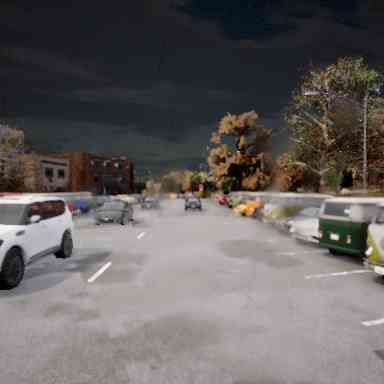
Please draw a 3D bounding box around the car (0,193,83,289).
[{"bbox_3d":[-5.093,1.148,9.285,2.150,2.045,5.566,0,0,0],"label":"car"}]

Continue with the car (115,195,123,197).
[{"bbox_3d":[-11.396,1.247,40.609,4.892,1.521,2.231,-1,0,-20],"label":"car"}]

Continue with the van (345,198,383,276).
[{"bbox_3d":[6.297,1.193,8.163,4.442,1.987,1.878,1,1,-20],"label":"van"}]

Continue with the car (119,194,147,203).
[{"bbox_3d":[-11.372,1.176,64.076,4.892,1.521,2.231,-1,0,-20],"label":"car"}]

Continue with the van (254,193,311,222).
[{"bbox_3d":[6.306,1.112,19.939,4.442,1.987,1.878,1,1,-20],"label":"van"}]

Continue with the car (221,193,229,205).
[{"bbox_3d":[6.398,1.120,40.585,4.553,1.767,2.185,1,0,-20],"label":"car"}]

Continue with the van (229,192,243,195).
[{"bbox_3d":[6.529,1.042,34.752,4.442,1.987,1.878,1,0,-20],"label":"van"}]

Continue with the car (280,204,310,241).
[{"bbox_3d":[6.412,1.416,14.094,4.674,1.452,2.002,1,1,-20],"label":"car"}]

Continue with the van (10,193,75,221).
[{"bbox_3d":[-11.510,1.080,25.896,4.442,1.987,1.878,-1,1,-20],"label":"van"}]

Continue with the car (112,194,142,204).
[{"bbox_3d":[-11.386,1.194,58.213,4.892,1.521,2.231,-1,0,-20],"label":"car"}]

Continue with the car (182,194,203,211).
[{"bbox_3d":[0.123,1.299,36.851,1.812,1.442,4.674,0,0,0],"label":"car"}]

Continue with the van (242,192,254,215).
[{"bbox_3d":[6.526,1.081,25.915,4.442,1.987,1.878,1,0,-20],"label":"van"}]

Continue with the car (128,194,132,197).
[{"bbox_3d":[-11.396,1.229,46.481,4.892,1.521,2.231,-1,0,-20],"label":"car"}]

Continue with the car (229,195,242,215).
[{"bbox_3d":[6.243,1.286,28.753,5.366,1.575,1.946,1,1,-20],"label":"car"}]

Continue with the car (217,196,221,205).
[{"bbox_3d":[6.454,1.258,46.498,4.792,1.488,2.163,1,0,-20],"label":"car"}]

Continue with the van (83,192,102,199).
[{"bbox_3d":[-11.291,1.049,31.851,4.442,1.987,1.878,-1,0,-20],"label":"van"}]

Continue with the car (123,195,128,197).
[{"bbox_3d":[-11.360,1.266,43.556,4.792,1.488,2.163,-1,0,-20],"label":"car"}]

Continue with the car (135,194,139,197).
[{"bbox_3d":[-11.554,1.210,52.277,5.366,1.575,1.946,-1,0,-20],"label":"car"}]

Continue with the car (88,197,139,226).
[{"bbox_3d":[-5.078,1.340,22.204,1.837,1.490,4.892,0,1,0],"label":"car"}]

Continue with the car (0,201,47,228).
[{"bbox_3d":[-11.405,1.377,20.077,4.674,1.452,2.002,-1,0,-20],"label":"car"}]

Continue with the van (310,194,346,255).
[{"bbox_3d":[6.516,1.173,11.196,4.442,1.987,1.878,1,0,-20],"label":"van"}]

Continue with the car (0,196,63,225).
[{"bbox_3d":[-11.373,1.193,23.015,4.553,1.767,2.185,-1,1,-20],"label":"car"}]

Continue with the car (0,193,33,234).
[{"bbox_3d":[-11.434,1.104,17.127,5.566,2.045,2.435,-1,1,-20],"label":"car"}]

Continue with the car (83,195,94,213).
[{"bbox_3d":[-11.391,1.290,28.874,5.008,1.535,2.097,-1,1,-20],"label":"car"}]

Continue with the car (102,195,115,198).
[{"bbox_3d":[-11.424,1.130,37.668,4.553,1.767,2.185,-1,0,-20],"label":"car"}]

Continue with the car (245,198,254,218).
[{"bbox_3d":[6.408,1.360,22.934,4.674,1.452,2.002,1,0,-20],"label":"car"}]

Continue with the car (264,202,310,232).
[{"bbox_3d":[6.411,1.397,17.040,4.674,1.452,2.002,1,1,-20],"label":"car"}]

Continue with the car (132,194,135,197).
[{"bbox_3d":[-11.386,1.259,49.412,4.674,1.452,2.002,-1,0,-20],"label":"car"}]

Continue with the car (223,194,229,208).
[{"bbox_3d":[6.449,1.286,37.662,4.792,1.488,2.163,1,0,-20],"label":"car"}]

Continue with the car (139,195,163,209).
[{"bbox_3d":[-4.973,1.307,40.451,1.812,1.442,4.674,0,0,0],"label":"car"}]

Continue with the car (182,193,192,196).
[{"bbox_3d":[0.047,1.230,48.299,2.128,1.511,4.902,0,0,0],"label":"car"}]

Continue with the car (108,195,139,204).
[{"bbox_3d":[-11.383,1.242,55.280,4.674,1.452,2.002,-1,0,-20],"label":"car"}]
